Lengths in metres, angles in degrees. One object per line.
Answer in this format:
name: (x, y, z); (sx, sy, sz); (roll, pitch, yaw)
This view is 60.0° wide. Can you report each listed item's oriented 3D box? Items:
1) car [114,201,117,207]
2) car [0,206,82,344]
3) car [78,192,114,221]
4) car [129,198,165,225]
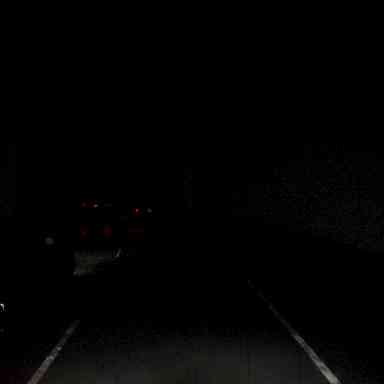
car: (-10.839, 1.279, 40.030); (2.033, 1.411, 5.357); (0, 1, -36)
car: (-3.861, 1.312, 6.397); (2.097, 1.767, 4.553); (0, 0, -4)
car: (-7.555, 1.049, 25.816); (2.150, 2.045, 5.566); (0, 0, -18)
car: (-3.219, 1.190, 23.151); (2.097, 1.767, 4.553); (0, 0, -14)
